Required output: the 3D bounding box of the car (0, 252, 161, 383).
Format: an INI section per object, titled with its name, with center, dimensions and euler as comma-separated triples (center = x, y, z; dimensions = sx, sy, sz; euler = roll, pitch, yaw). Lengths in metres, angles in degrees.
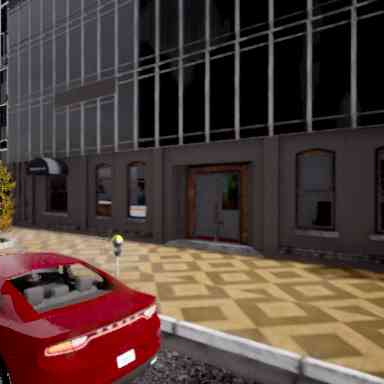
[car]
center = -2.479, 1.529, 4.643
dimensions = 4.507, 1.381, 1.887
euler = 0, 0, 35
